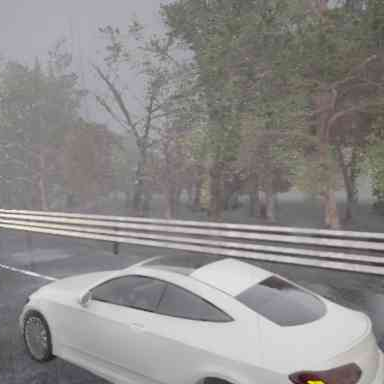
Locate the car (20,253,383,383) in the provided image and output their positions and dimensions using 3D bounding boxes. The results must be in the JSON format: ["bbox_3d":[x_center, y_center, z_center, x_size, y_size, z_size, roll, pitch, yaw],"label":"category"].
[{"bbox_3d":[-0.262,1.527,4.179,4.674,1.442,1.812,0,0,36],"label":"car"}]
